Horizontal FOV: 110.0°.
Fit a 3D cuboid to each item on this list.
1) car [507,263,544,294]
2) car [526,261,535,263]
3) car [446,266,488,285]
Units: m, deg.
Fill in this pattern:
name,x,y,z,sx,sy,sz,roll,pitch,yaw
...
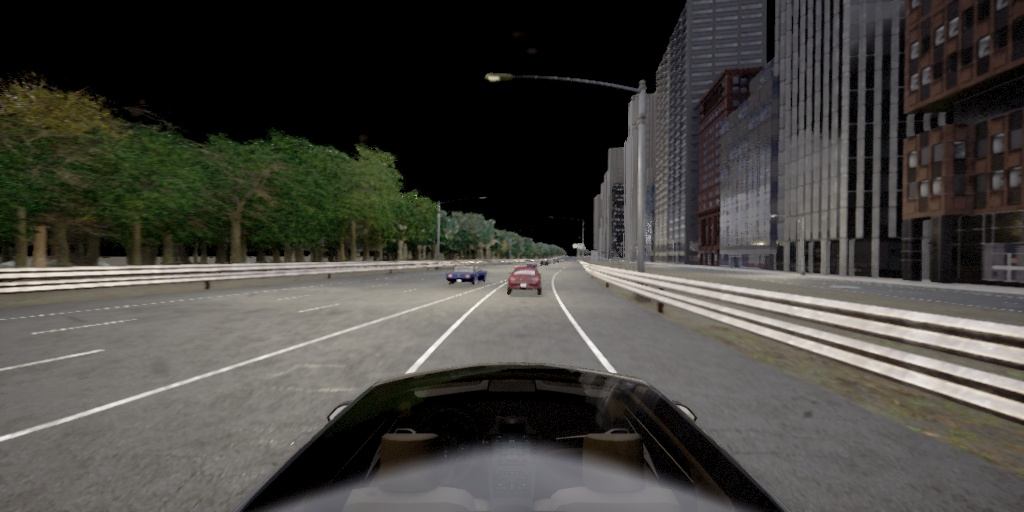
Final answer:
name,x,y,z,sx,sy,sz,roll,pitch,yaw
car,0.788,1.330,20.611,1.812,1.442,4.674,0,0,5
car,3.197,1.585,61.241,1.895,1.301,4.718,1,0,10
car,-3.146,1.388,26.137,1.895,1.301,4.718,0,0,10
